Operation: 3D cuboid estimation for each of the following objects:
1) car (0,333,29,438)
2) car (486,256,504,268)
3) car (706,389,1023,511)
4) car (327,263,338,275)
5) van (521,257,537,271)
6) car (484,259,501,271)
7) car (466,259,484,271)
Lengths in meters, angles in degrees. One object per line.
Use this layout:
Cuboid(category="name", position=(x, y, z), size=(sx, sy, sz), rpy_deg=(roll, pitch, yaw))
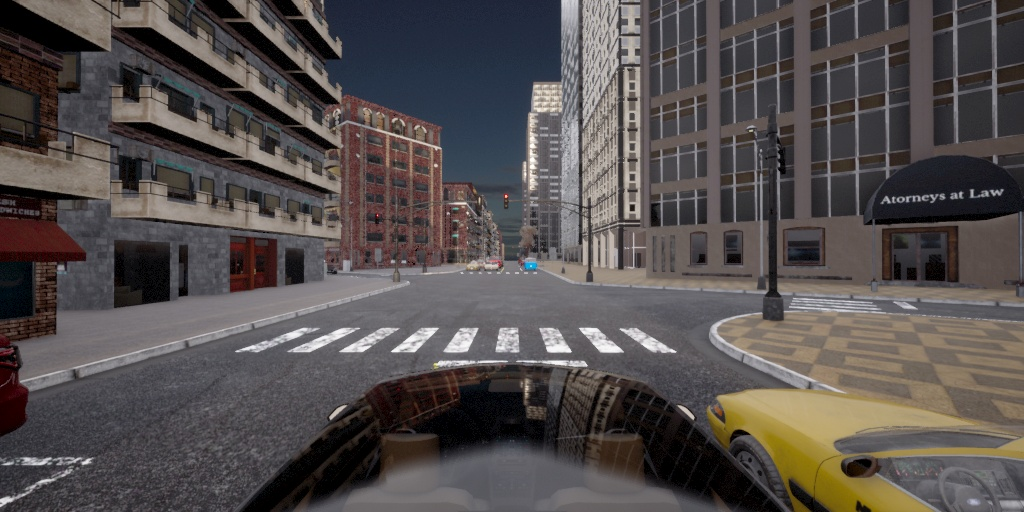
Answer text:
Cuboid(category="car", position=(-5.314, 1.065, 1.065), size=(2.192, 1.841, 5.009), rpy_deg=(0, 0, 0))
Cuboid(category="car", position=(-2.848, 1.038, 59.686), size=(2.150, 2.045, 5.566), rpy_deg=(0, 0, 0))
Cuboid(category="car", position=(2.566, 1.275, 1.244), size=(1.751, 1.417, 4.829), rpy_deg=(0, 0, 0))
Cuboid(category="car", position=(-21.837, 1.510, 41.304), size=(4.181, 1.385, 1.994), rpy_deg=(-1, -1, 41))
Cuboid(category="van", position=(2.552, 1.136, 50.067), size=(1.690, 1.789, 3.998), rpy_deg=(0, 0, 0))
Cuboid(category="car", position=(-2.862, 1.397, 50.179), size=(1.895, 1.301, 4.718), rpy_deg=(0, 0, -2))
Cuboid(category="car", position=(-5.329, 1.321, 49.895), size=(1.751, 1.417, 4.829), rpy_deg=(0, 0, 0))
